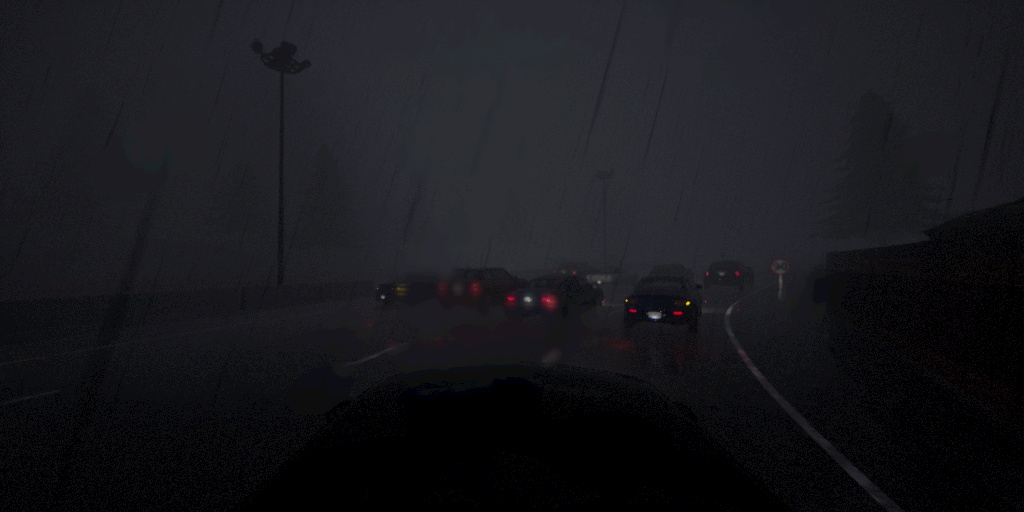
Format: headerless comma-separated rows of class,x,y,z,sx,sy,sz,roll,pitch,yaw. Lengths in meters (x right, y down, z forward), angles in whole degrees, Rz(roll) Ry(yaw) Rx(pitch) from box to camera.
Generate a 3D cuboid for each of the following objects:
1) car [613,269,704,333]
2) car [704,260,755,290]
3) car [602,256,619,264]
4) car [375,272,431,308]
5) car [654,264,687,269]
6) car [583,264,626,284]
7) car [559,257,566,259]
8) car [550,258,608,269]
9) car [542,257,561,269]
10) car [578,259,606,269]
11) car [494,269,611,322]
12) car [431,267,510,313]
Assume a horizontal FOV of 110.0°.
car,4.605,1.276,10.790,1.812,1.442,4.674,-1,-1,29
car,13.639,1.059,22.443,2.097,1.767,4.553,-2,-1,42
car,14.496,1.007,55.048,2.150,2.045,5.566,-2,0,42
car,-4.081,1.485,16.643,1.812,1.442,4.674,-1,-1,31
car,11.108,1.288,24.856,1.837,1.490,4.892,-2,0,42
car,7.413,1.470,25.988,1.895,1.301,4.718,-2,-1,42
car,10.564,1.396,61.097,1.837,1.490,4.892,-2,0,42
car,5.483,1.285,29.069,2.097,1.767,4.553,-2,-1,42
car,7.624,1.196,63.052,2.150,2.045,5.566,-2,0,43
car,13.116,1.368,58.709,2.033,1.411,5.357,-2,0,42
car,1.735,1.369,12.805,2.033,1.411,5.357,-1,-1,30
car,-0.926,1.244,15.077,2.097,1.767,4.553,-1,-1,30
